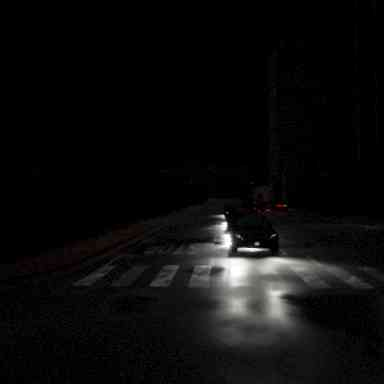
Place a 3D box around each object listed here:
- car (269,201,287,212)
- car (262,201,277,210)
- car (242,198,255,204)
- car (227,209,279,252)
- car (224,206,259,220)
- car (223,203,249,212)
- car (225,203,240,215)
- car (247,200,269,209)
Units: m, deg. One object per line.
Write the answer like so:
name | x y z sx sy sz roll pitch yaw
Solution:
car | 12.864 2.128 49.380 1.837 1.490 4.892 -1 -1 5
car | 13.615 2.284 58.582 1.812 1.442 4.674 -1 -1 5
car | 10.273 2.029 59.561 2.150 2.045 5.566 -1 -1 5
car | 2.662 1.719 14.915 1.812 1.442 4.674 -1 -1 5
car | 3.456 1.926 23.977 1.895 1.301 4.718 -1 -1 5
car | 4.255 2.059 33.069 1.895 1.301 4.718 -1 -1 5
car | 5.147 2.129 43.009 1.812 1.442 4.674 -1 -1 5
car | 9.145 2.218 46.516 1.895 1.301 4.718 -1 -1 5
